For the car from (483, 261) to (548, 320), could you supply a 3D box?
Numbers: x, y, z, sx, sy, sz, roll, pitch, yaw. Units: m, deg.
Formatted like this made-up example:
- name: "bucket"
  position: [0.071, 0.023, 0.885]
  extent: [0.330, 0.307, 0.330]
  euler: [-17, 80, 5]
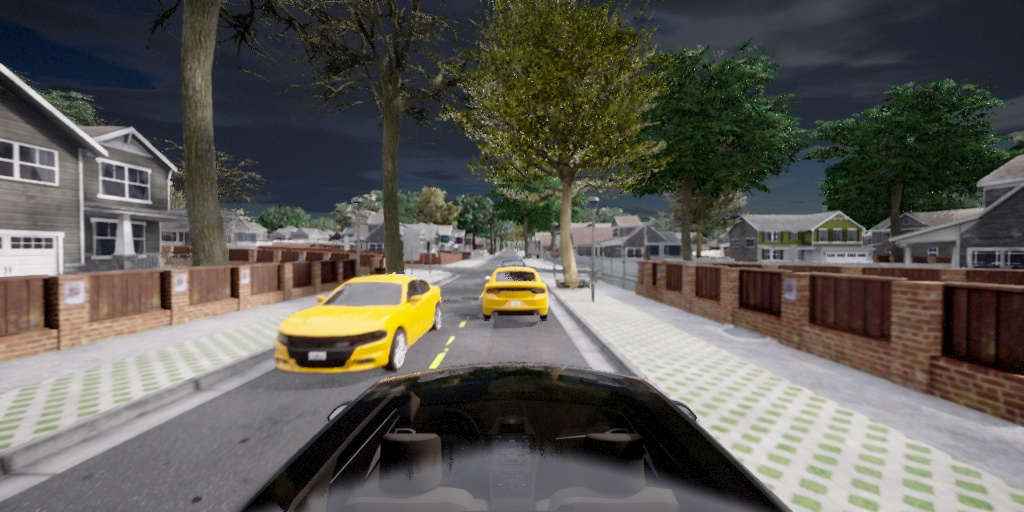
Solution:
- name: "car"
  position: [0.100, 1.104, 12.083]
  extent: [1.882, 1.535, 5.008]
  euler: [0, 1, 0]

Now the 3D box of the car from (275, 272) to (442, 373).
- name: "car"
  position: [-2.811, 1.159, 7.697]
  extent: [1.882, 1.535, 5.008]
  euler: [0, 0, 0]

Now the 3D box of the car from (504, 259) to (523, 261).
- name: "car"
  position: [0.096, 0.963, 22.592]
  extent: [1.882, 1.535, 5.008]
  euler: [0, 1, 0]
